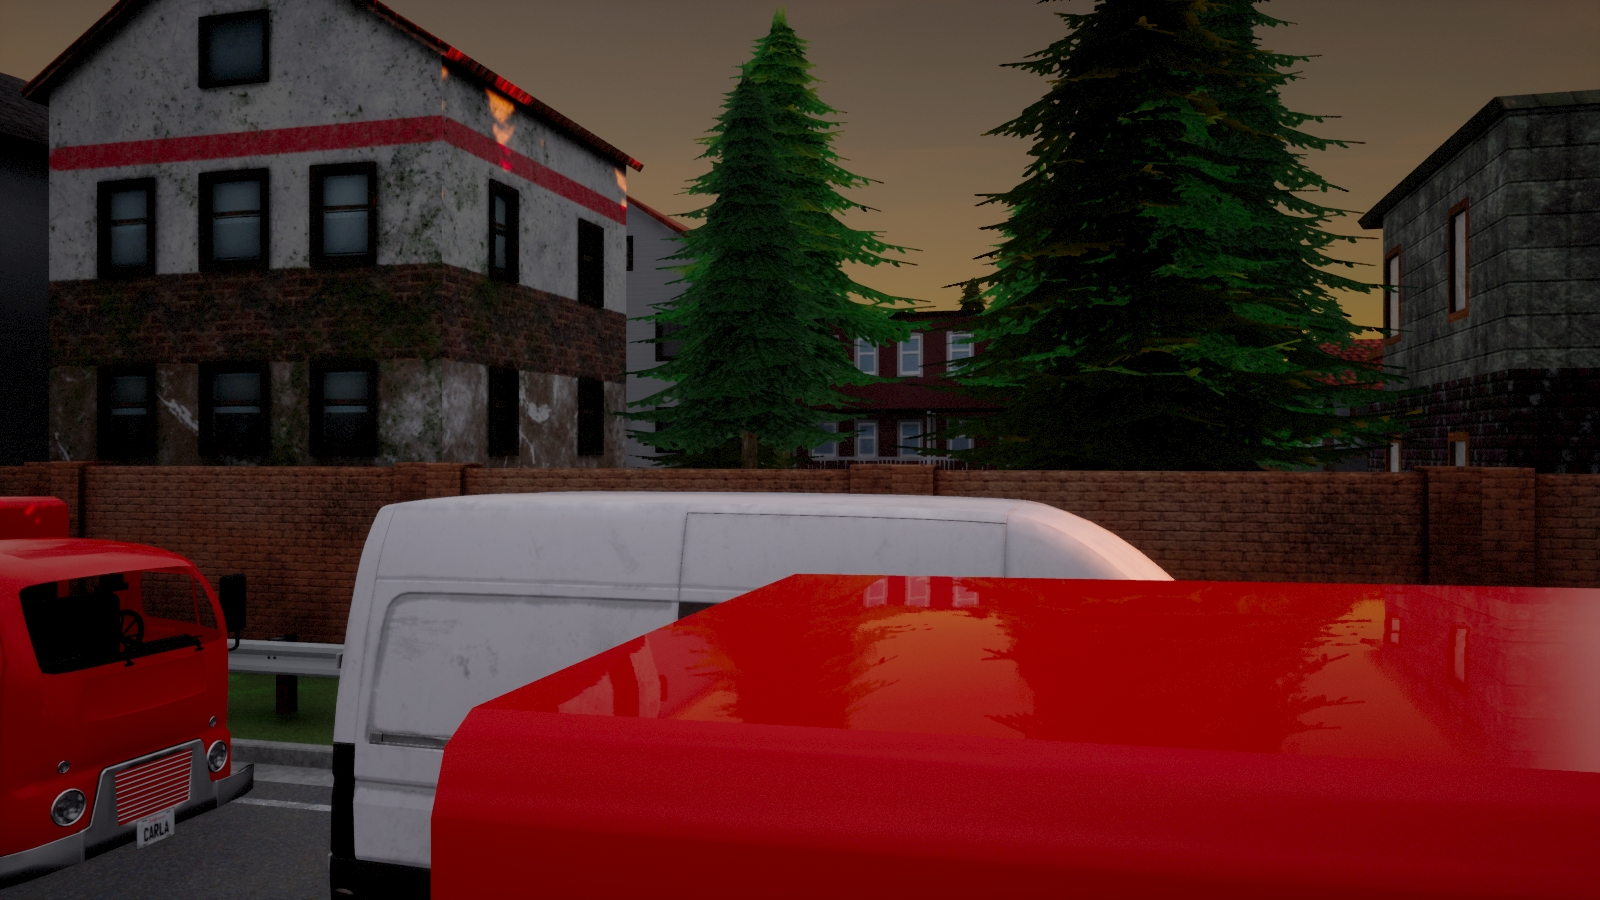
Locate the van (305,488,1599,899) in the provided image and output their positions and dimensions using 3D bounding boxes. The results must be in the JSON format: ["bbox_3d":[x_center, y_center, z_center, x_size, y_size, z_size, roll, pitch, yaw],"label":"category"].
[{"bbox_3d":[0.608,1.535,6.000,5.915,2.561,1.988,0,0,15],"label":"van"}]

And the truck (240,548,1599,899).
[{"bbox_3d":[2.192,1.568,1.959,5.204,2.467,2.627,0,0,15],"label":"truck"}]

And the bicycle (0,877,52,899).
[{"bbox_3d":[-3.101,2.056,3.494,1.643,1.496,0.373,0,0,16],"label":"bicycle"}]

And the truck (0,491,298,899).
[{"bbox_3d":[-6.587,1.568,7.895,5.204,2.467,2.627,0,0,15],"label":"truck"}]
